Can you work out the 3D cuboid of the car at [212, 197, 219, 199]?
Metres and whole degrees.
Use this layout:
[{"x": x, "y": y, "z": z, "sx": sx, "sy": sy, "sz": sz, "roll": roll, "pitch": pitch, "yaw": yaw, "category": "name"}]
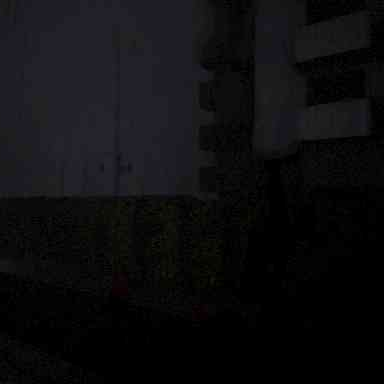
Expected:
[{"x": 3.672, "y": 1.491, "z": 45.673, "sx": 2.128, "sy": 1.511, "sz": 4.902, "roll": 0, "pitch": 0, "yaw": 36, "category": "car"}]
